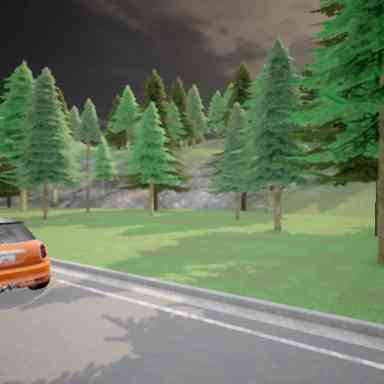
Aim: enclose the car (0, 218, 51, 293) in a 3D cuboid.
[{"bbox_3d":[-5.399,1.360,7.846,4.553,1.767,2.097,0,0,36],"label":"car"}]
